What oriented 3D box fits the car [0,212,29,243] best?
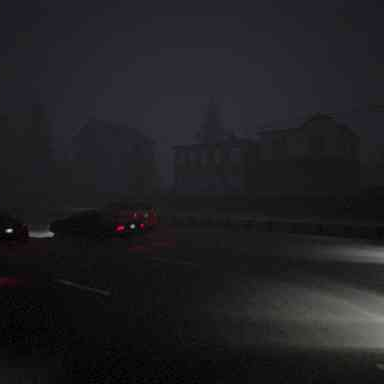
[{"bbox_3d":[-9.119,1.559,14.802,4.181,1.385,1.994,0,0,36],"label":"car"}]

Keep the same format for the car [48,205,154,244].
[{"bbox_3d":[-4.614,1.543,15.888,5.357,1.411,2.033,0,0,36],"label":"car"}]

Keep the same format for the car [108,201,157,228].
[{"bbox_3d":[-4.311,1.347,19.970,4.553,1.767,2.097,0,0,36],"label":"car"}]
